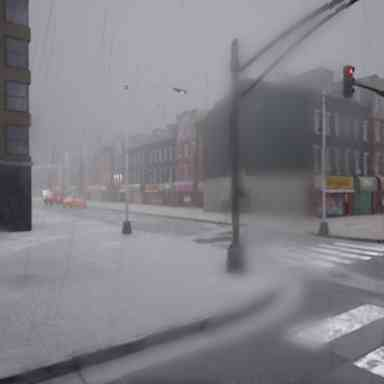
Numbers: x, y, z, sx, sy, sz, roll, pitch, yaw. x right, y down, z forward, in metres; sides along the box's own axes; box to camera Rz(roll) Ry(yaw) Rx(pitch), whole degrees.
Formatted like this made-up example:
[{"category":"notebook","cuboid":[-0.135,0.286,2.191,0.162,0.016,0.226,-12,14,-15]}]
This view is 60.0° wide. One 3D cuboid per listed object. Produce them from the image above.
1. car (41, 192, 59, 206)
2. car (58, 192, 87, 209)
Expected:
[{"category":"car","cuboid":[-21.110,1.037,51.291,2.150,2.045,5.566,0,0,-36]},{"category":"car","cuboid":[-15.371,1.198,43.351,2.097,1.767,4.553,0,0,-36]}]
